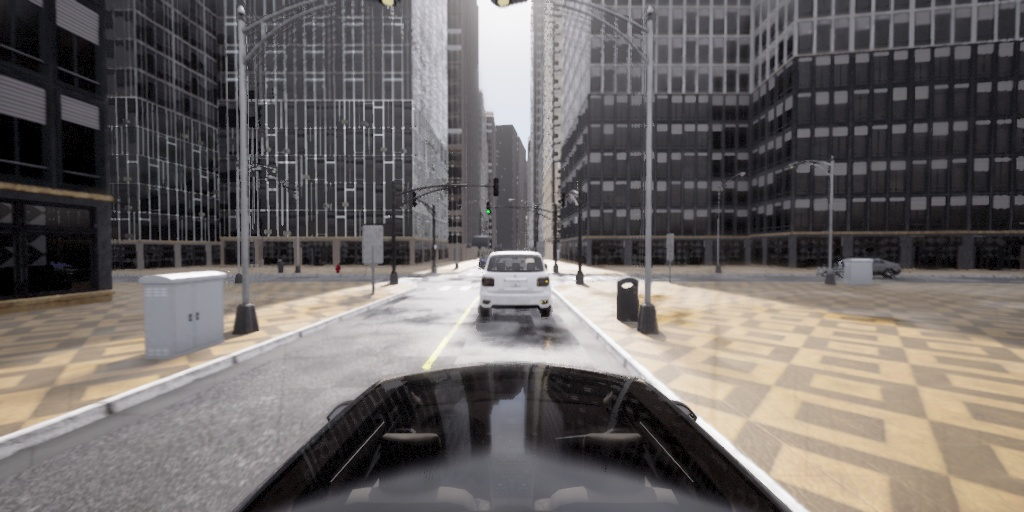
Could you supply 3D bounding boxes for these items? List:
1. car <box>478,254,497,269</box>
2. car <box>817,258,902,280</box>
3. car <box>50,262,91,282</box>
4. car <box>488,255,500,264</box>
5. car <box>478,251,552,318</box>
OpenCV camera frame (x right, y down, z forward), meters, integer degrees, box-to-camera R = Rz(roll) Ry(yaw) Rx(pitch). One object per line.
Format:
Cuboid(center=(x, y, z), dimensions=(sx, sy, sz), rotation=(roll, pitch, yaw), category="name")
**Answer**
Cuboid(center=(-3.090, 0.617, 45.586), dimensions=(2.097, 1.767, 4.553), rotation=(0, 1, 0), category="car")
Cuboid(center=(25.448, 0.899, 26.391), dimensions=(4.902, 1.511, 2.128), rotation=(0, 1, 6), category="car")
Cuboid(center=(-32.329, 1.096, 24.923), dimensions=(5.357, 1.411, 2.033), rotation=(0, 1, 0), category="car")
Cuboid(center=(-3.042, 0.574, 61.991), dimensions=(1.882, 1.535, 5.008), rotation=(0, 1, 1), category="car")
Cuboid(center=(0.098, 0.848, 12.524), dimensions=(2.150, 2.045, 5.566), rotation=(0, 1, 0), category="car")
